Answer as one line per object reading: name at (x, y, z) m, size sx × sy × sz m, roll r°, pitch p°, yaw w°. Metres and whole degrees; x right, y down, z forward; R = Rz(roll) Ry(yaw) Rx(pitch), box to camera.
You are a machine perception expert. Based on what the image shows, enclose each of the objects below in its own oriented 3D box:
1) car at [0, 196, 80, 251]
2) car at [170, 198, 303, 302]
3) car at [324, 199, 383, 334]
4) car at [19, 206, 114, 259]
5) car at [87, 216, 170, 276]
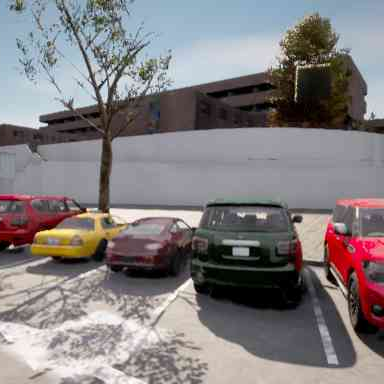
car at (-5.821, 1.189, 13.579) m, size 2.435 × 2.045 × 5.566 m, roll 0°, pitch -1°, yaw 15°
car at (1.555, 1.185, 8.398) m, size 2.435 × 2.045 × 5.566 m, roll 0°, pitch -1°, yaw 15°
car at (4.004, 1.183, 6.601) m, size 2.435 × 2.045 × 5.566 m, roll 1°, pitch -1°, yaw 15°
car at (-3.322, 1.438, 12.005) m, size 1.946 × 1.575 × 5.366 m, roll 0°, pitch -1°, yaw 15°
car at (-0.914, 1.477, 10.095) m, size 2.002 × 1.452 × 4.674 m, roll 0°, pitch -1°, yaw 15°
